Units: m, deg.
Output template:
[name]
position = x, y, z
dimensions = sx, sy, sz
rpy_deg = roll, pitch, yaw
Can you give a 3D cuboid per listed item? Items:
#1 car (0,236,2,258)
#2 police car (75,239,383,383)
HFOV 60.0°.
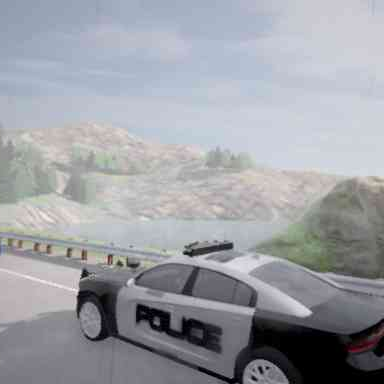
[car]
position = -8.573, 1.715, 11.550
dimensions = 5.008, 1.535, 1.882
rpy_deg = 0, -2, 35
[police car]
position = 0.127, 1.578, 5.113
dimensions = 5.238, 1.638, 1.930
rpy_deg = -1, -2, 38
